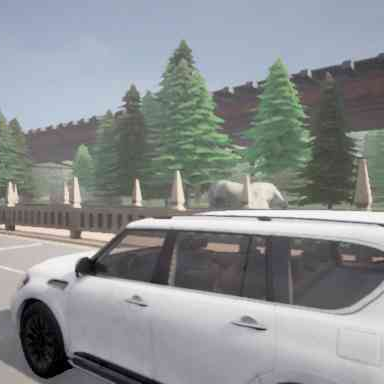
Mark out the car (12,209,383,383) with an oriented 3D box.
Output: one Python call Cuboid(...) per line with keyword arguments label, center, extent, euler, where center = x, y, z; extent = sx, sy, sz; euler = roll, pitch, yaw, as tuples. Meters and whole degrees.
Cuboid(label="car", center=(0.171, 1.226, 3.876), extent=(5.566, 2.045, 2.150), euler=(-1, 0, 36))
